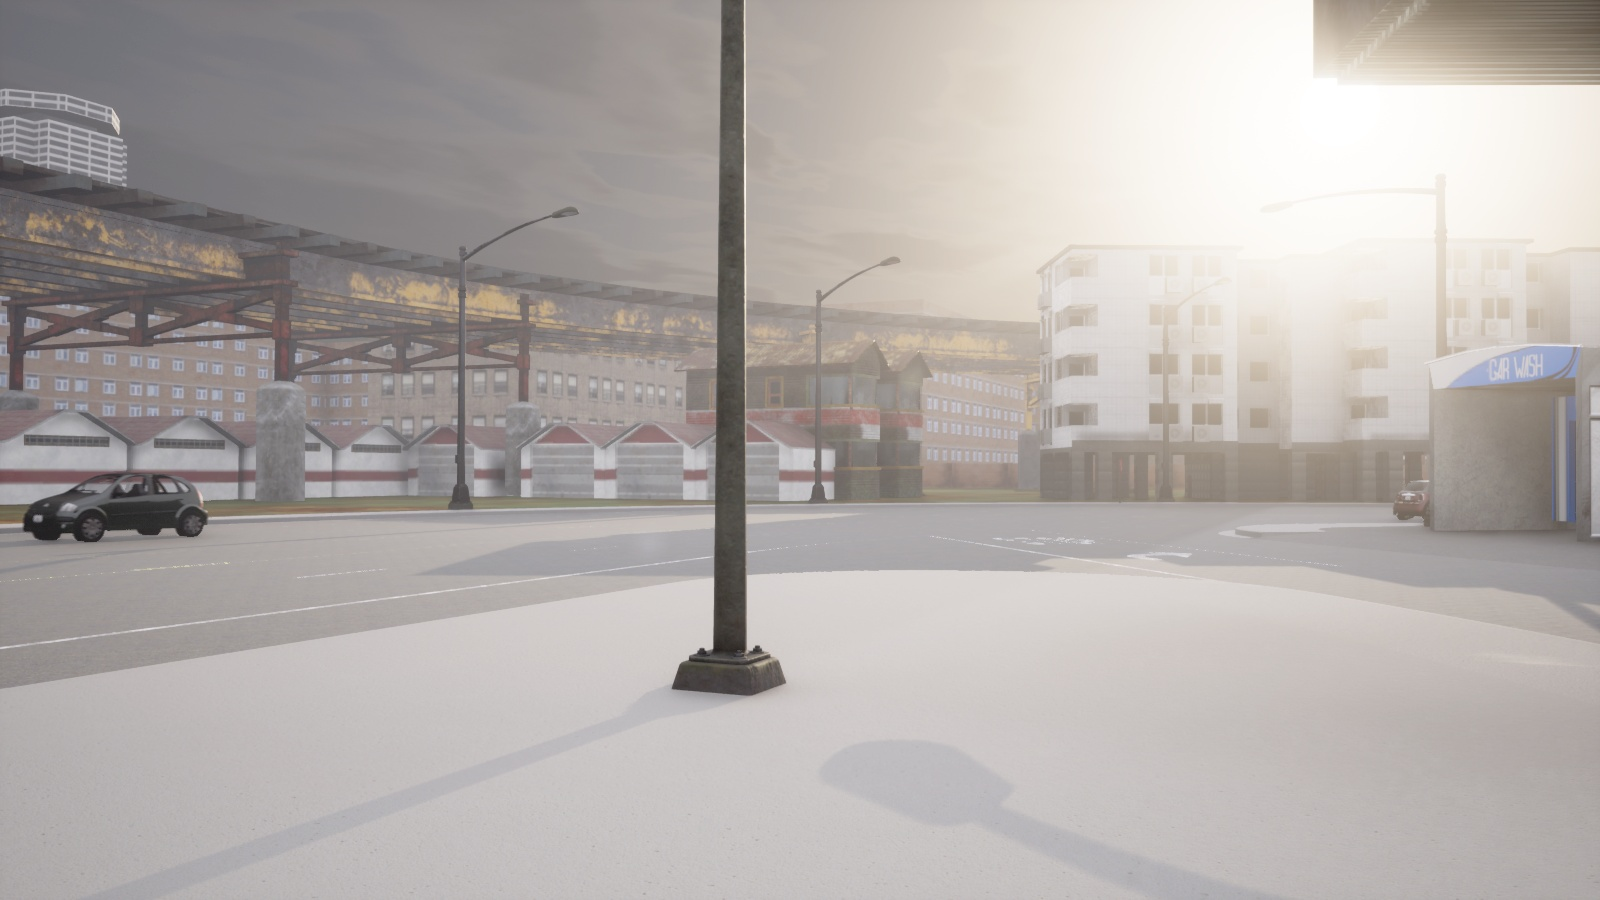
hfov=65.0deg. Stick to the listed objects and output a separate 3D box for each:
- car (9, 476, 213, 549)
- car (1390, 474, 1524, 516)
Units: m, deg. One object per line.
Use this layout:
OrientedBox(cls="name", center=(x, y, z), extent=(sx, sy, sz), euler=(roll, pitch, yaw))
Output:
OrientedBox(cls="car", center=(-16.517, 1.439, 30.313), extent=(1.851, 1.617, 3.988), euler=(-1, -1, 25))
OrientedBox(cls="car", center=(23.645, 1.596, 45.259), extent=(3.806, 1.475, 1.970), euler=(0, -1, -8))
